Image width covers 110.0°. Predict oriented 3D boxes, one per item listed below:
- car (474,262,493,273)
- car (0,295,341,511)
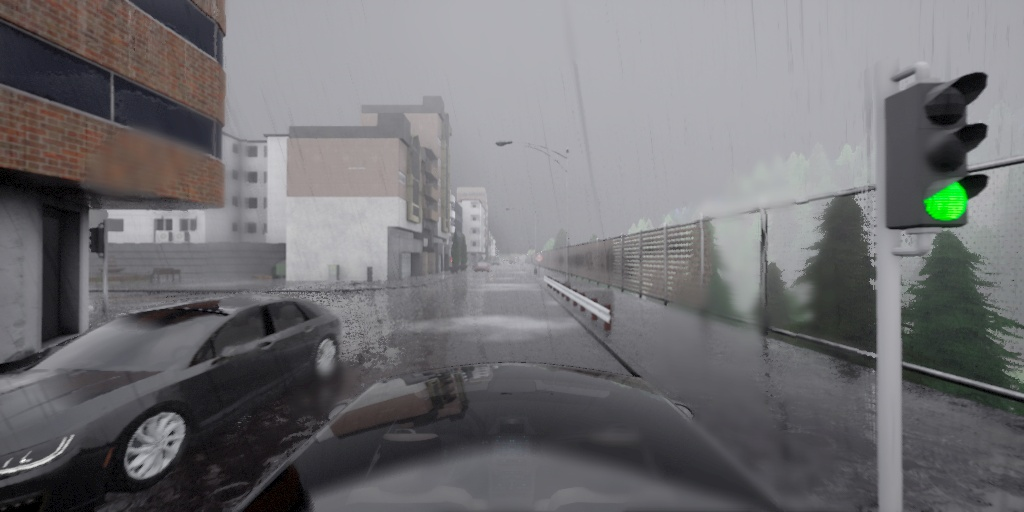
[{"bbox_3d":[-4.014,1.551,48.821,1.882,1.535,5.008,0,1,0],"label":"car"},{"bbox_3d":[-4.000,1.348,4.603,1.837,1.490,4.892,0,0,0],"label":"car"}]
